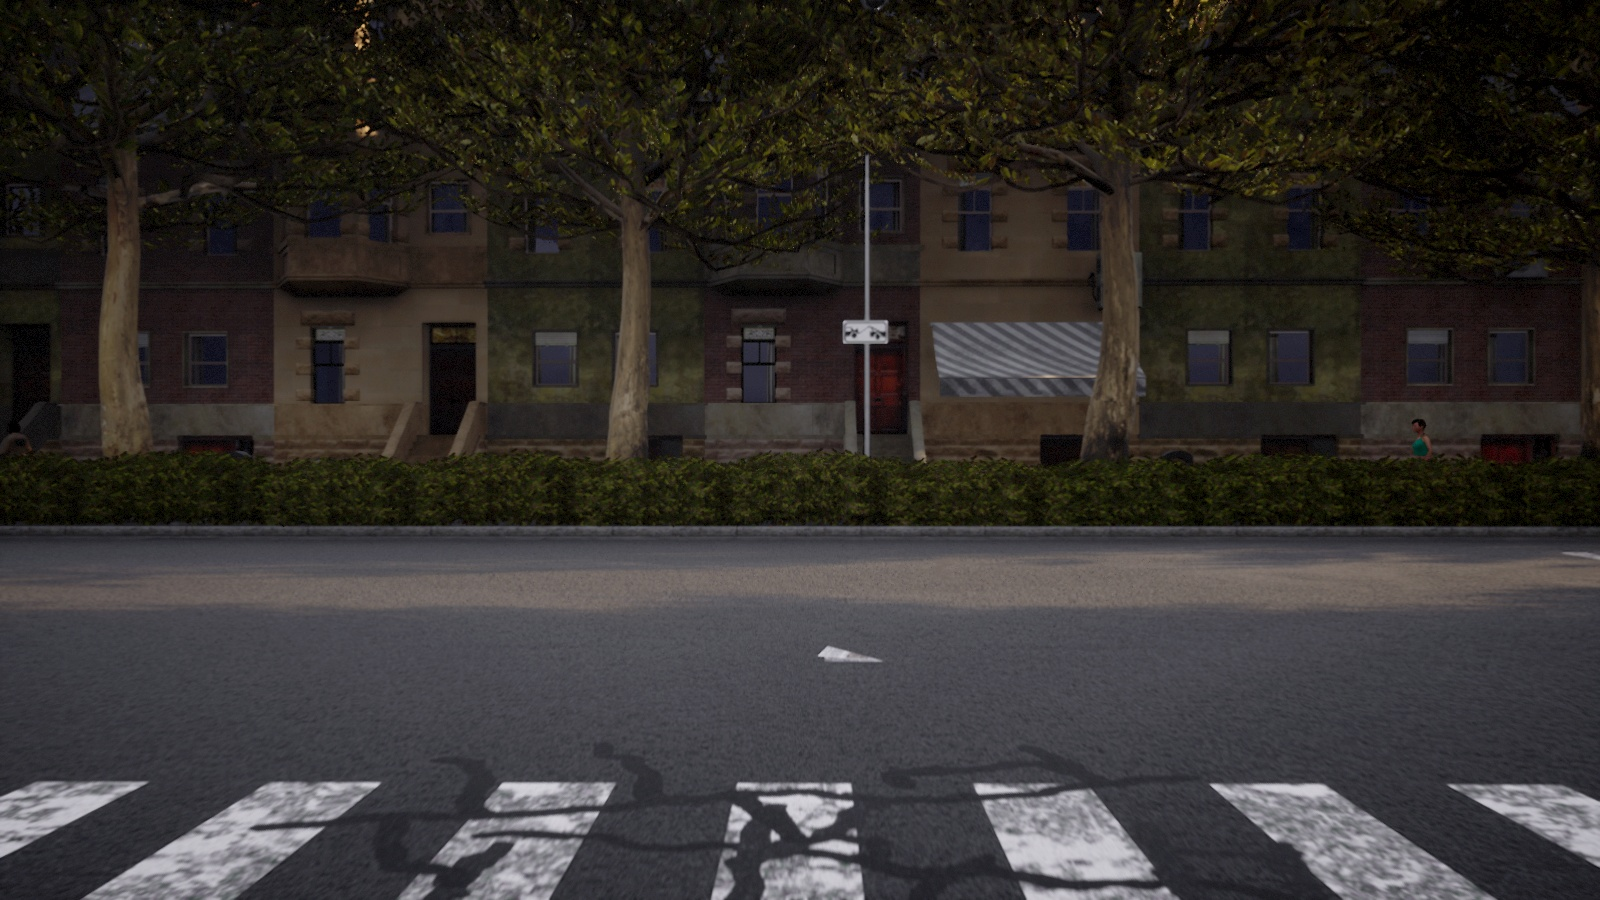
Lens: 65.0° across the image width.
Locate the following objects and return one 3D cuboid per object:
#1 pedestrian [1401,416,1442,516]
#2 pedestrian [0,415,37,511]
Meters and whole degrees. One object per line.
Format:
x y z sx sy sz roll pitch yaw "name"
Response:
11.591 0.293 23.427 0.594 1.836 0.345 0 0 3 "pedestrian"
-16.001 0.261 25.578 0.692 1.930 0.396 0 0 11 "pedestrian"
